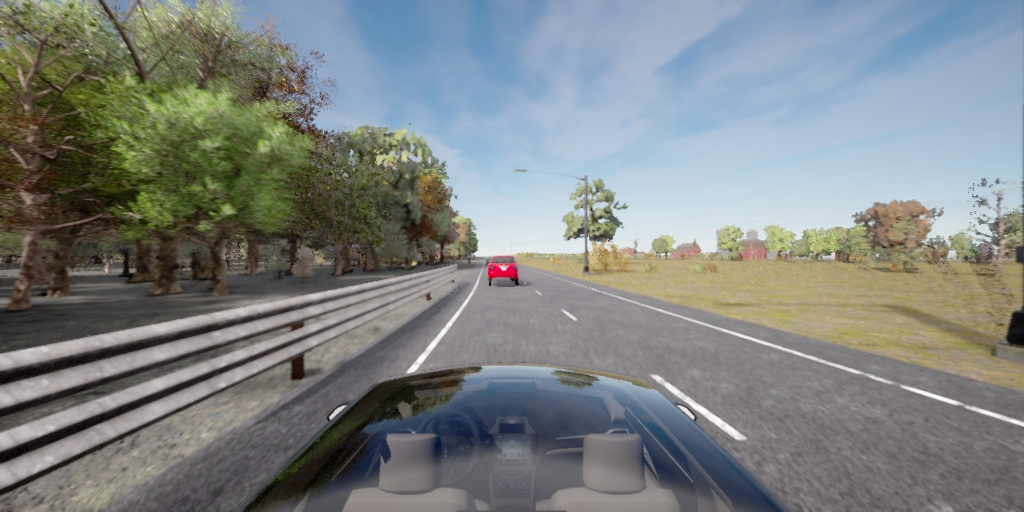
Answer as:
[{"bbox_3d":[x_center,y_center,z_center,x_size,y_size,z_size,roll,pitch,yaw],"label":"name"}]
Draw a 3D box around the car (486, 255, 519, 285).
[{"bbox_3d":[-0.712,0.971,26.495,2.150,2.045,5.566,0,0,-4],"label":"car"}]
